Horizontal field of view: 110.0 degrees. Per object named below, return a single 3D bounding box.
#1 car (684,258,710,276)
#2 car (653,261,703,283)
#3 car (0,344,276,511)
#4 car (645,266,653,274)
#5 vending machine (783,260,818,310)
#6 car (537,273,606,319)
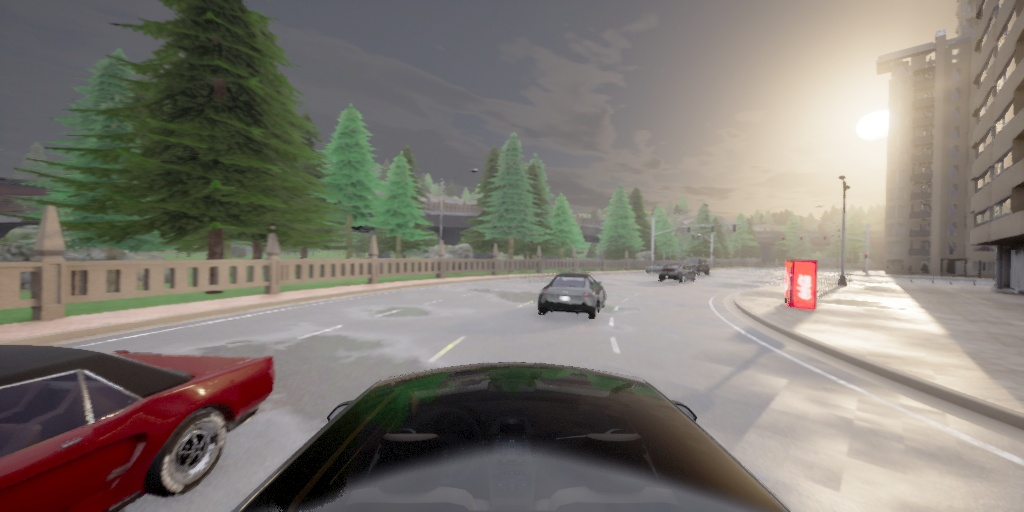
[{"bbox_3d":[21.428,1.241,42.251,5.566,2.045,2.150,1,0,-44],"label":"car"},{"bbox_3d":[13.916,1.430,29.977,1.837,1.490,4.892,1,0,45],"label":"car"},{"bbox_3d":[-3.544,1.272,1.648,1.895,1.301,4.718,1,0,2],"label":"car"},{"bbox_3d":[18.165,1.555,44.000,4.718,1.301,1.895,1,0,-43],"label":"car"},{"bbox_3d":[11.496,1.142,14.319,1.100,2.100,0.880,0,0,28],"label":"vending machine"},{"bbox_3d":[2.301,1.311,13.179,1.994,1.385,4.181,1,0,19],"label":"car"}]
